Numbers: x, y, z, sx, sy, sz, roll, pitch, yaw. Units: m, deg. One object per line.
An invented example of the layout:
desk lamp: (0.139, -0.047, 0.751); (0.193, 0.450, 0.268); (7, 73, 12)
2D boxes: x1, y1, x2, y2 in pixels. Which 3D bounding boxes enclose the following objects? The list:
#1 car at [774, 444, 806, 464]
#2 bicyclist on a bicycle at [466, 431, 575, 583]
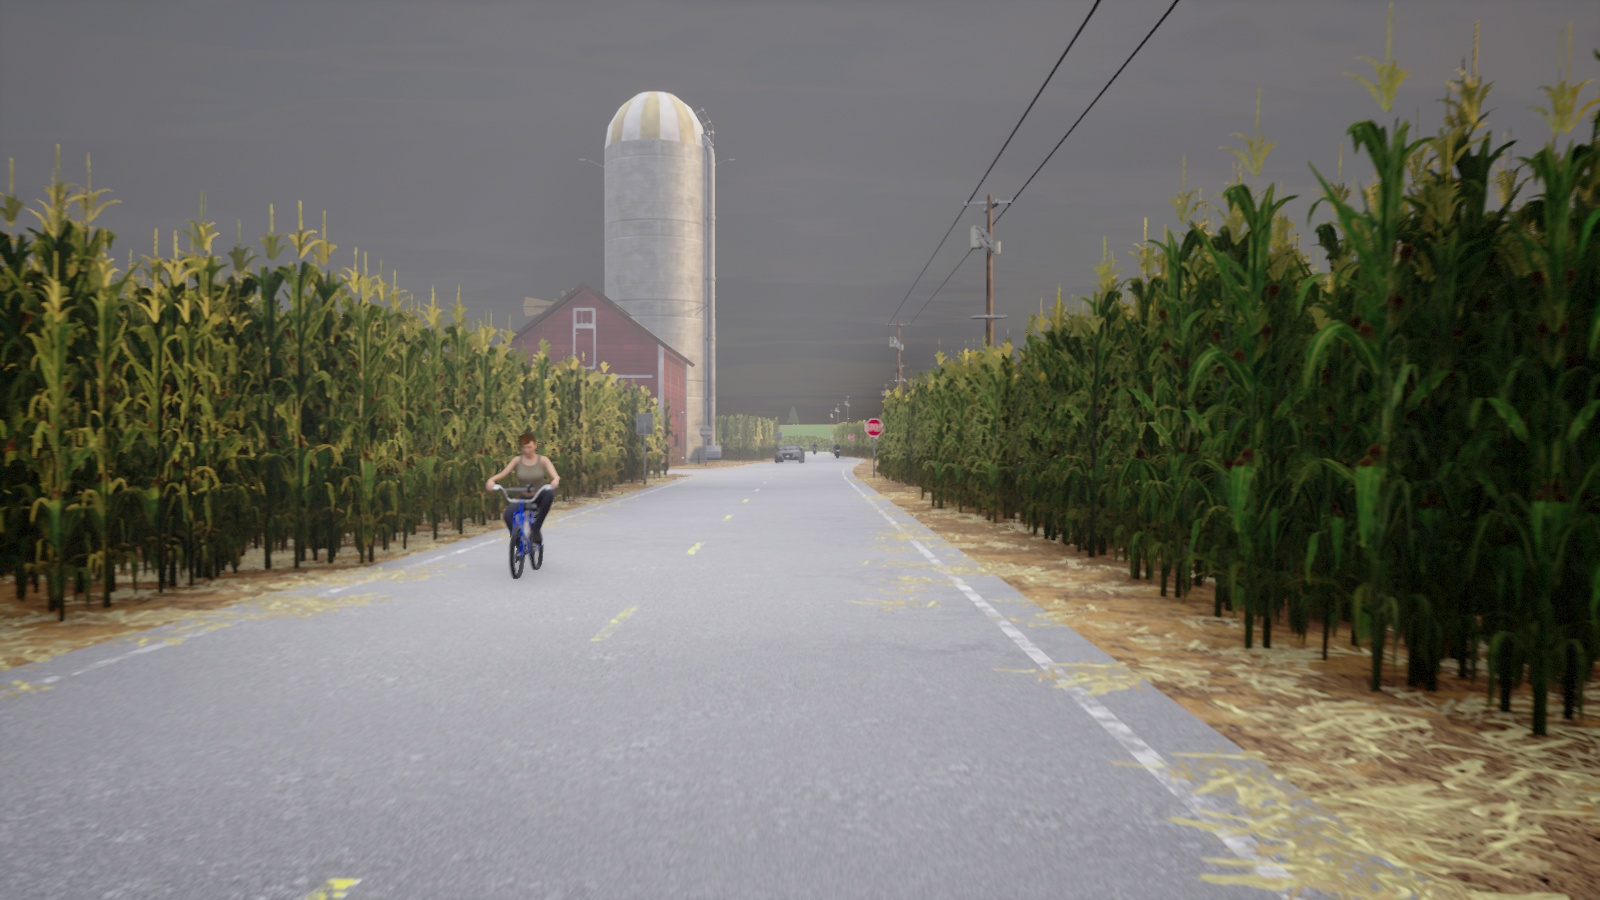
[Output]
car: (-0.729, 0.285, 93.135); (1.994, 1.385, 4.181); (0, 0, 5)
bicyclist on a bicycle: (-3.098, 0.601, 14.076); (0.866, 1.612, 1.509); (0, 0, 1)
